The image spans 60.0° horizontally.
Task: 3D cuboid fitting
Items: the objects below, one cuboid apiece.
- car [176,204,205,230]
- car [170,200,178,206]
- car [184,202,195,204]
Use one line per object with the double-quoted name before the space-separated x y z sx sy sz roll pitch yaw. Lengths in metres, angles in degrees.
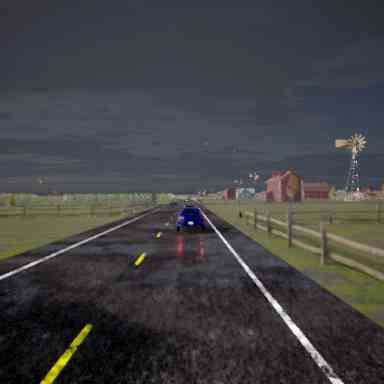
"car" -0.097 1.789 22.992 1.812 1.442 4.674 0 -1 0
"car" -4.210 2.600 77.307 1.895 1.301 4.718 0 -1 -1
"car" -0.306 2.031 45.143 2.128 1.511 4.902 0 -1 -1
